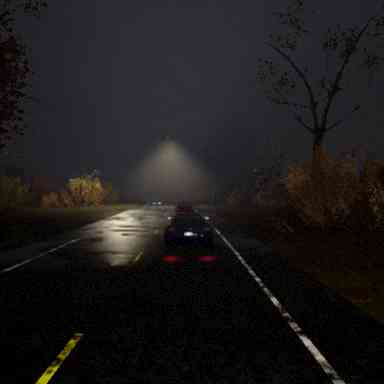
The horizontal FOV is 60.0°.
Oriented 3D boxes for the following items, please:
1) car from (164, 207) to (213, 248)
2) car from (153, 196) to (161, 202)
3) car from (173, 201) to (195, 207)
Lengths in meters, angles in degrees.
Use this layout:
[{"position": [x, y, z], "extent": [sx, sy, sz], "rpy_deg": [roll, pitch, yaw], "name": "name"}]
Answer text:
[{"position": [-0.175, 1.576, 14.696], "extent": [1.994, 1.385, 4.181], "rpy_deg": [0, 0, -1], "name": "car"}, {"position": [-8.090, 1.637, 76.390], "extent": [2.033, 1.411, 5.357], "rpy_deg": [0, 0, -7], "name": "car"}, {"position": [-0.700, 1.552, 29.728], "extent": [1.812, 1.442, 4.674], "rpy_deg": [0, 0, -3], "name": "car"}]
